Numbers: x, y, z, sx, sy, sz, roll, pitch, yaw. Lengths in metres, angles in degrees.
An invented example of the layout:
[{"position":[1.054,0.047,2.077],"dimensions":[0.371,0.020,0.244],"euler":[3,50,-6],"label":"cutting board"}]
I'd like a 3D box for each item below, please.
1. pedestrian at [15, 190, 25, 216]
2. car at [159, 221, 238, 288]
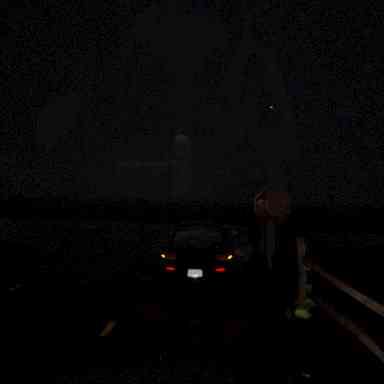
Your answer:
[{"position":[-12.030,0.773,23.274],"dimensions":[0.375,1.860,0.375],"euler":[0,1,0],"label":"pedestrian"},{"position":[0.270,1.516,9.179],"dimensions":[1.812,1.442,4.674],"euler":[0,0,5],"label":"car"}]
